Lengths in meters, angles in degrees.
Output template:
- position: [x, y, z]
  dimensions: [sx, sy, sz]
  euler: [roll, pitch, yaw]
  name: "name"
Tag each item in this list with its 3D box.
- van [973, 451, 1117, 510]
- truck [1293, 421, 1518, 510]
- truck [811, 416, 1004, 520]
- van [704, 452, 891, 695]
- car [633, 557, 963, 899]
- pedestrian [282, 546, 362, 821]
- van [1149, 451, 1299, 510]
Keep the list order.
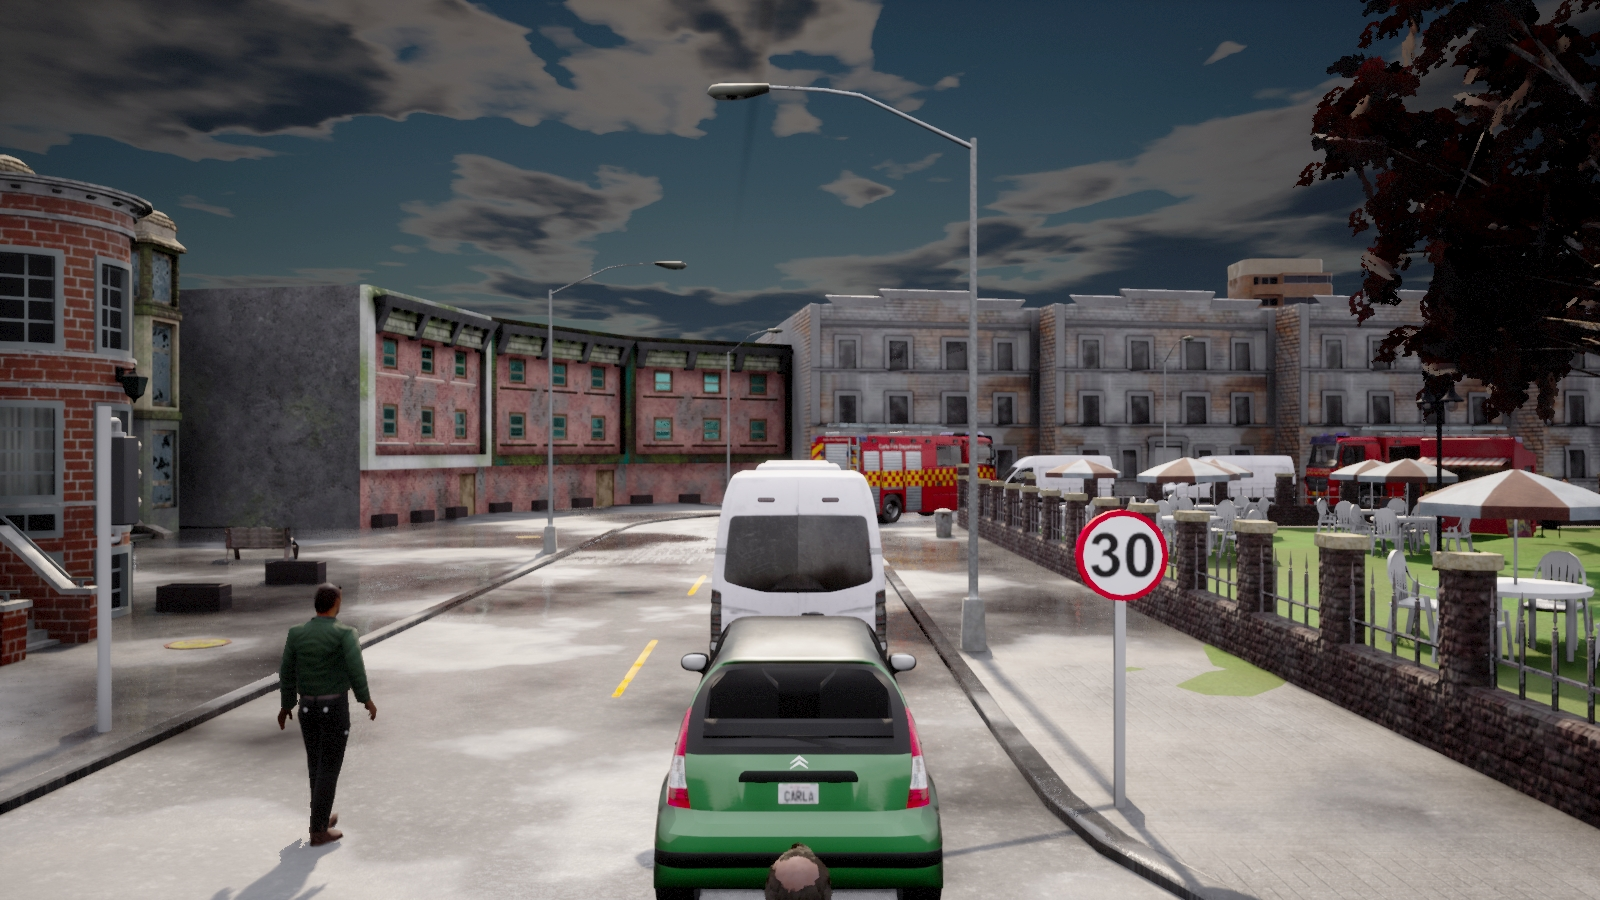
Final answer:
- position: [10.768, 1.314, 50.430]
  dimensions: [5.915, 2.561, 1.988]
  euler: [0, 0, 0]
  name: "van"
- position: [26.739, 0.670, 50.713]
  dimensions: [8.468, 3.827, 2.891]
  euler: [0, 0, 0]
  name: "truck"
- position: [4.502, 0.672, 46.247]
  dimensions: [8.468, 3.827, 2.891]
  euler: [0, 0, -43]
  name: "truck"
- position: [-0.025, 1.315, 15.105]
  dimensions: [1.988, 2.561, 5.915]
  euler: [0, 0, 0]
  name: "van"
- position: [-0.015, 1.779, 8.404]
  dimensions: [1.851, 1.617, 3.988]
  euler: [0, 0, 0]
  name: "car"
- position: [-3.386, 1.628, 8.104]
  dimensions: [0.375, 1.860, 0.375]
  euler: [0, 0, 11]
  name: "pedestrian"
- position: [18.656, 1.314, 50.452]
  dimensions: [5.915, 2.561, 1.988]
  euler: [0, 0, 0]
  name: "van"
